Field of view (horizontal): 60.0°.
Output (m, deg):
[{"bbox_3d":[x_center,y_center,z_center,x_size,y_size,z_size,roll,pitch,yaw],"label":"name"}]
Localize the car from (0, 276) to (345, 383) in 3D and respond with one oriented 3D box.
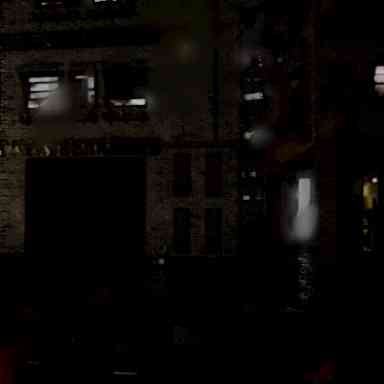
[{"bbox_3d":[-0.689,1.602,3.469,4.206,1.307,1.802,-1,1,6],"label":"car"}]
